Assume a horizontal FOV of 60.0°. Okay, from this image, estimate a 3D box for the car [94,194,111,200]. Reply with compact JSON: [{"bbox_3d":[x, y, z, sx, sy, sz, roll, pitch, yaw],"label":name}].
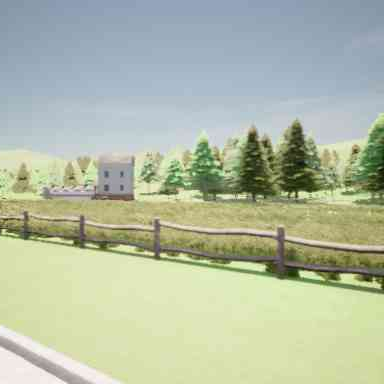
[{"bbox_3d":[-21.991,1.385,81.731,4.605,1.855,1.932,0,0,35],"label":"car"}]
